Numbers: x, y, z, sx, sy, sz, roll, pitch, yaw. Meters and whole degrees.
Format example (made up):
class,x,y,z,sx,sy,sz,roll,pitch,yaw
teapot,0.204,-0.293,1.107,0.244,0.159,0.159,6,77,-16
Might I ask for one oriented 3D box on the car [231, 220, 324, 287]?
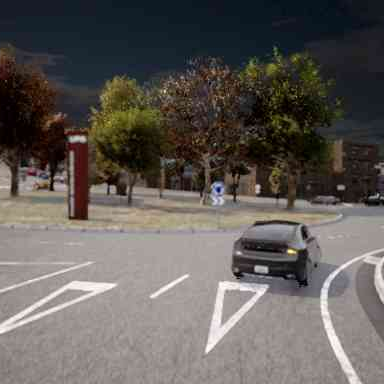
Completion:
class,x,y,z,sx,sy,sz,roll,pitch,yaw
car,2.594,1.585,9.690,1.837,1.490,4.892,1,-2,25

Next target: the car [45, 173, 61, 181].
class,x,y,z,sx,sy,sz,roll,pitch,yaw
car,-35.214,-3.558,87.968,1.946,1.575,5.366,7,5,28

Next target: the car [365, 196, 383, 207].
class,x,y,z,sx,sy,sz,roll,pitch,yaw
car,26.087,1.305,46.712,5.008,1.535,1.882,2,0,-40

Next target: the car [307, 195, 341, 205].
class,x,y,z,sx,sy,sz,roll,pitch,yaw
car,19.630,1.209,49.660,2.033,1.411,5.357,0,1,-21

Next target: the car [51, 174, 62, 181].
class,x,y,z,sx,sy,sz,roll,pitch,yaw
car,-33.122,-3.186,85.869,2.002,1.452,4.674,7,6,28

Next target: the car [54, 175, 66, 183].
class,x,y,z,sx,sy,sz,roll,pitch,yaw
car,-31.124,-2.889,83.594,2.231,1.521,4.892,6,5,28
